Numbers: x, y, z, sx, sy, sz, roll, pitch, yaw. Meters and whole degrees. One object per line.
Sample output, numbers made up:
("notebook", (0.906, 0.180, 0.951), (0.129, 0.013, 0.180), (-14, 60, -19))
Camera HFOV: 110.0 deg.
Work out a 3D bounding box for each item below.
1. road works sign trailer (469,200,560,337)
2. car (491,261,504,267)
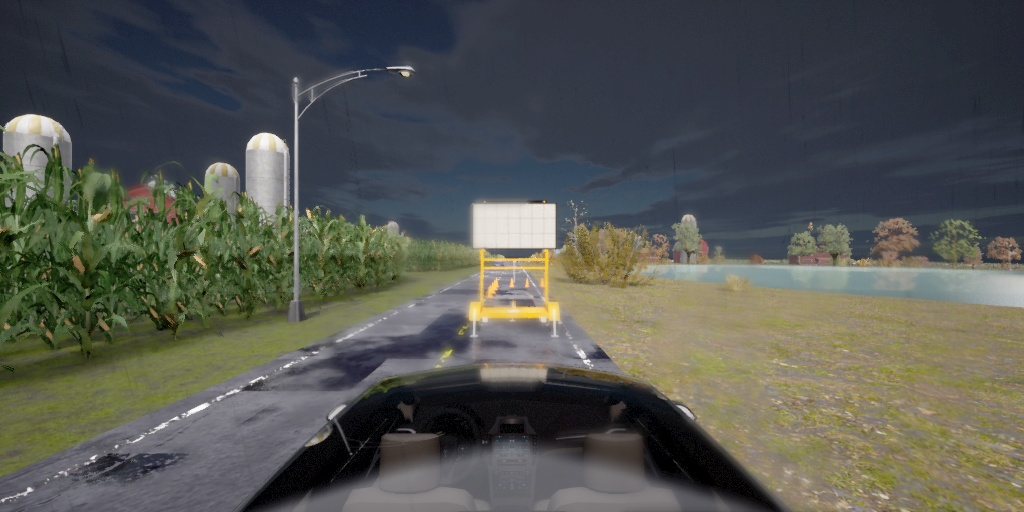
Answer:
("road works sign trailer", (0.069, 0.217, 10.259), (2.380, 3.560, 2.880), (0, 0, 0))
("car", (-2.323, 1.363, 59.935), (1.812, 1.442, 4.674), (0, 0, 0))
